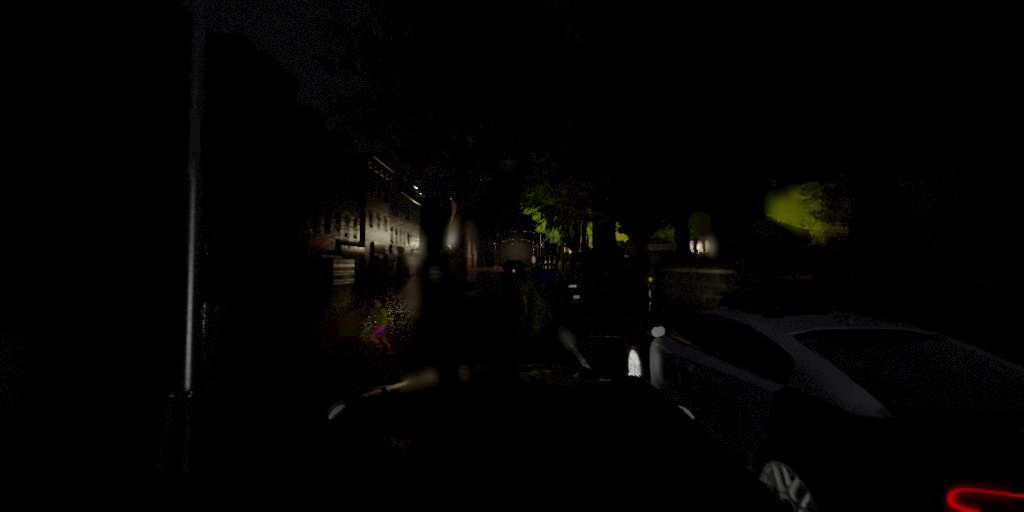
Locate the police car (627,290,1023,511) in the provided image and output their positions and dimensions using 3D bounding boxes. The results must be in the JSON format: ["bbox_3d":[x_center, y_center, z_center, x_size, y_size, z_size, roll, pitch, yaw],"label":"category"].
[{"bbox_3d":[2.752,1.202,3.898,1.930,1.638,5.238,0,-1,0],"label":"police car"}]

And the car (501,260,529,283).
[{"bbox_3d":[0.164,1.362,32.680,2.150,2.045,5.566,0,-1,0],"label":"car"}]

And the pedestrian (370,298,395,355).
[{"bbox_3d":[-2.484,1.333,6.925,0.500,1.100,0.500,1,-2,0],"label":"pedestrian"}]

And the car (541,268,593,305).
[{"bbox_3d":[2.674,1.487,17.003,2.007,1.370,4.403,0,0,0],"label":"car"}]

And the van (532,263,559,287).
[{"bbox_3d":[2.701,1.417,27.901,1.690,1.789,3.998,0,0,0],"label":"van"}]

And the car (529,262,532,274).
[{"bbox_3d":[2.756,1.896,49.866,1.751,1.417,4.829,0,0,0],"label":"car"}]
